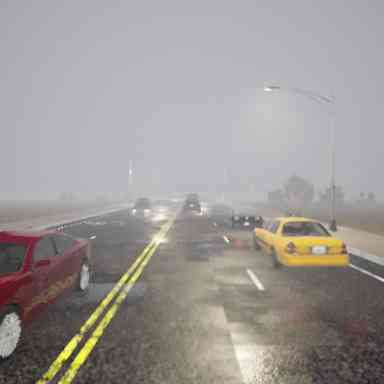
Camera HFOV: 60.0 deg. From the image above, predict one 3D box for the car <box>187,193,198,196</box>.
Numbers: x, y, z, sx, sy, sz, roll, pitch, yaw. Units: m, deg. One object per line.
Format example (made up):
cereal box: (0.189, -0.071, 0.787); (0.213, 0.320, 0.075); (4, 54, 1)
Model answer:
car: (0.088, 1.196, 55.047); (2.150, 2.045, 5.566); (0, 0, 0)

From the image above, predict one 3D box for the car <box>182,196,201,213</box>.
car: (-0.017, 1.491, 37.656); (2.163, 1.488, 4.792); (0, 0, 0)

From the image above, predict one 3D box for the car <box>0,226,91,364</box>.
car: (-3.352, 1.478, 6.042); (1.882, 1.535, 5.008); (0, 0, 0)

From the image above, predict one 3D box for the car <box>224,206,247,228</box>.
car: (3.245, 1.598, 21.905); (1.895, 1.301, 4.718); (0, 0, 0)

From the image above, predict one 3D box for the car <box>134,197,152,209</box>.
car: (-6.510, 1.471, 44.663); (1.882, 1.535, 5.008); (0, 0, 0)

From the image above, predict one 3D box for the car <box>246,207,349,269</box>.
car: (3.247, 1.457, 11.065); (1.801, 1.575, 5.366); (0, 0, 0)
